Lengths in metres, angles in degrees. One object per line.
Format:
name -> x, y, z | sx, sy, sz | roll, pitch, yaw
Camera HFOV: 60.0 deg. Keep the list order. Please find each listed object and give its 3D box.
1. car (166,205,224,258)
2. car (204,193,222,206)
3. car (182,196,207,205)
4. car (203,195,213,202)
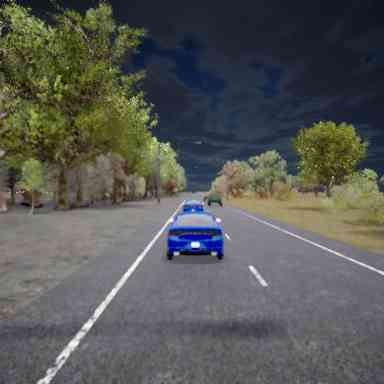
car -> 0.106, 1.460, 12.664 | 1.882, 1.535, 5.008 | 0, 0, 0
car -> 3.622, 1.148, 54.130 | 2.150, 2.045, 5.566 | 0, 0, 0
car -> 0.111, 1.435, 31.285 | 1.882, 1.535, 5.008 | 0, 0, 0
car -> 3.530, 1.382, 73.154 | 1.882, 1.535, 5.008 | 0, 0, 0
